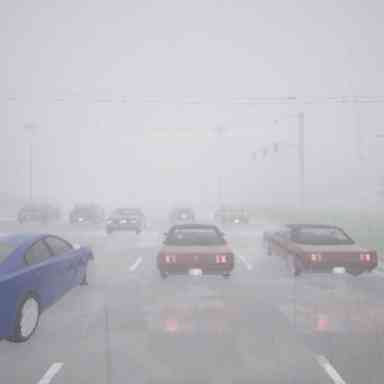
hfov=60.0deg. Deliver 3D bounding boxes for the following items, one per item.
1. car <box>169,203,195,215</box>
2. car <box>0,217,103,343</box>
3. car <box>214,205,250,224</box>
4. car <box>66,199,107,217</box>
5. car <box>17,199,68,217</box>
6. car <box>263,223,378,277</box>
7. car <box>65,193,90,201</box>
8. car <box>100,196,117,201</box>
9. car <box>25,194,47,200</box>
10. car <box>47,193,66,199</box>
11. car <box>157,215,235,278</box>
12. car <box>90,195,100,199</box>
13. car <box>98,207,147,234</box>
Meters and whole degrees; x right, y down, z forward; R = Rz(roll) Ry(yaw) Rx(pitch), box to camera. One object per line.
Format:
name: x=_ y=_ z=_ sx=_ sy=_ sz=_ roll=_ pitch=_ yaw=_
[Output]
car: x=-0.830 y=1.582 z=26.337 sx=1.812 sy=1.442 sz=4.674 roll=0 pitch=0 yaw=-6
car: x=-3.408 y=1.492 z=6.472 sx=1.882 sy=1.535 sz=5.008 roll=0 pitch=0 yaw=0
car: x=2.844 y=1.655 z=24.778 sx=1.895 sy=1.301 sz=4.718 roll=0 pitch=0 yaw=-5
car: x=-7.689 y=1.560 z=24.648 sx=1.837 sy=1.490 sz=4.892 roll=0 pitch=0 yaw=-5
car: x=-11.218 y=1.546 z=24.729 sx=2.128 sy=1.511 sz=4.902 roll=0 pitch=0 yaw=-6
car: x=3.559 y=1.623 z=10.315 sx=1.895 sy=1.301 sz=4.718 roll=0 pitch=0 yaw=-1
car: x=-29.516 y=1.724 z=85.835 sx=5.357 sy=1.411 sz=2.033 roll=0 pitch=0 yaw=35
car: x=-21.768 y=1.714 z=88.588 sx=4.674 sy=1.442 sz=1.812 roll=0 pitch=0 yaw=42
car: x=-38.243 y=1.403 z=83.157 sx=5.566 sy=2.045 sz=2.150 roll=0 pitch=0 yaw=28
car: x=-33.526 y=1.406 z=84.392 sx=5.566 sy=2.045 sz=2.150 roll=0 pitch=0 yaw=32
car: x=0.062 y=1.623 z=10.140 sx=1.895 sy=1.301 sz=4.718 roll=0 pitch=0 yaw=-1
car: x=-26.023 y=1.688 z=87.574 sx=4.892 sy=1.490 sz=1.837 roll=0 pitch=0 yaw=39
car: x=-3.768 y=1.590 z=19.562 sx=2.033 sy=1.411 sz=5.357 roll=0 pitch=0 yaw=-3
